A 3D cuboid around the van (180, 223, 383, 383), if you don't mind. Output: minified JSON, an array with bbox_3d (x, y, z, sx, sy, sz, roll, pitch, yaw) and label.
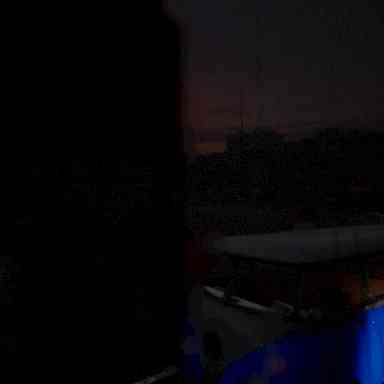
[{"bbox_3d":[1.786,1.345,4.096,3.998,1.788,1.690,0,-1,-36],"label":"van"}]
